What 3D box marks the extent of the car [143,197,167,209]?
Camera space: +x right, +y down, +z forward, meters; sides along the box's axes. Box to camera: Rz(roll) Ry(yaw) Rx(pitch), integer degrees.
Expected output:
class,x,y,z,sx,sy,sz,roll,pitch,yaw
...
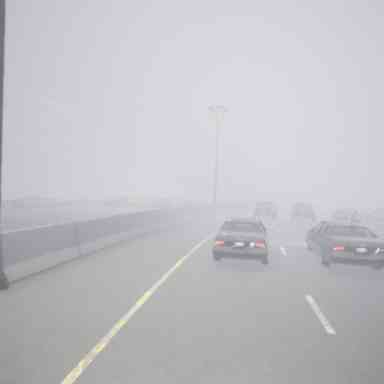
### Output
class,x,y,z,sx,sy,sz,roll,pitch,yaw
car,-3.969,1.466,43.413,1.882,1.535,5.008,2,-1,21

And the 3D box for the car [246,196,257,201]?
class,x,y,z,sx,sy,sz,roll,pitch,yaw
car,15.486,1.767,80.160,2.097,1.767,4.553,2,0,35

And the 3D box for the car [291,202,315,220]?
class,x,y,z,sx,sy,sz,roll,pitch,yaw
car,10.822,1.769,32.313,2.097,1.767,4.553,2,0,19

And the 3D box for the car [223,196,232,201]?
class,x,y,z,sx,sy,sz,roll,pitch,yaw
car,9.507,1.613,83.816,2.097,1.767,4.553,2,0,34

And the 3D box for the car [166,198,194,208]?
class,x,y,z,sx,sy,sz,roll,pitch,yaw
car,-1.105,1.597,41.104,1.812,1.442,4.674,2,0,21

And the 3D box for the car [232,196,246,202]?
class,x,y,z,sx,sy,sz,roll,pitch,yaw
car,12.358,1.843,81.791,1.837,1.490,4.892,2,0,34

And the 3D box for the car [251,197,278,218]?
class,x,y,z,sx,sy,sz,roll,pitch,yaw
car,7.378,1.664,33.049,2.097,1.767,4.553,2,0,19

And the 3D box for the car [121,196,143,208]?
class,x,y,z,sx,sy,sz,roll,pitch,yaw
car,-7.059,1.375,45.101,1.882,1.535,5.008,2,0,21

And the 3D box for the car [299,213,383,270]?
class,x,y,z,sx,sy,sz,roll,pitch,yaw
car,5.382,1.745,12.074,2.033,1.411,5.357,2,0,11

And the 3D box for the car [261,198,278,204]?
class,x,y,z,sx,sy,sz,roll,pitch,yaw
car,18.099,2.055,77.792,2.033,1.411,5.357,2,0,34

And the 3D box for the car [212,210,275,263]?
class,x,y,z,sx,sy,sz,roll,pitch,yaw
car,1.897,1.638,12.459,2.033,1.411,5.357,2,0,11

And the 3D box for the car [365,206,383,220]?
class,x,y,z,sx,sy,sz,roll,pitch,yaw
car,18.763,2.192,33.864,1.812,1.442,4.674,2,0,20

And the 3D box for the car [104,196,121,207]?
class,x,y,z,sx,sy,sz,roll,pitch,yaw
car,-10.262,1.280,46.519,1.882,1.535,5.008,2,0,22

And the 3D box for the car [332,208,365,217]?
class,x,y,z,sx,sy,sz,roll,pitch,yaw
car,13.322,2.087,28.880,1.895,1.301,4.718,2,0,18
